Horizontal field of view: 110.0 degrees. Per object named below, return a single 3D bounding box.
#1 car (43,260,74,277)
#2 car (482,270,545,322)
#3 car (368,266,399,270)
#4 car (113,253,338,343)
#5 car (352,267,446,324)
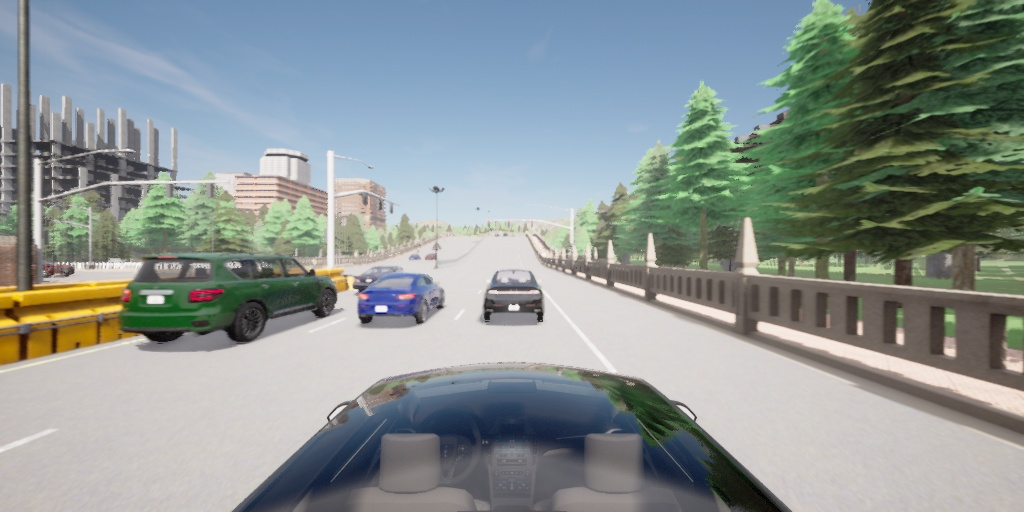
[{"bbox_3d":[-43.615,1.126,33.162,5.008,1.535,1.882,0,0,2],"label":"car"},{"bbox_3d":[0.061,1.207,12.244,2.128,1.511,4.902,0,0,0],"label":"car"},{"bbox_3d":[-7.004,1.238,20.057,2.033,1.411,5.357,0,0,0],"label":"car"},{"bbox_3d":[-6.958,0.946,9.716,2.150,2.045,5.566,0,0,1],"label":"car"},{"bbox_3d":[-3.440,1.244,11.780,1.812,1.442,4.674,0,0,0],"label":"car"}]
